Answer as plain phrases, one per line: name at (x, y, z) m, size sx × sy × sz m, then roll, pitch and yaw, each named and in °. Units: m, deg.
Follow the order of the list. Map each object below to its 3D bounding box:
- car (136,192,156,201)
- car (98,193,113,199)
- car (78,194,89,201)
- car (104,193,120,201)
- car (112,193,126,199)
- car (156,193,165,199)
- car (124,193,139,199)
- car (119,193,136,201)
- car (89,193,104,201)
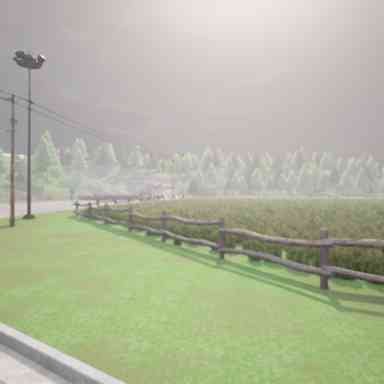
car at (-9.834, 1.238, 71.967) m, size 1.812 × 1.442 × 4.674 m, roll 0°, pitch 0°, yaw 10°
car at (-21.853, 0.995, 84.165) m, size 1.812 × 1.442 × 4.674 m, roll 0°, pitch 0°, yaw 10°
car at (-23.635, 1.206, 74.323) m, size 1.994 × 1.385 × 4.181 m, roll 0°, pitch 0°, yaw 10°
car at (-16.821, 1.178, 72.666) m, size 1.837 × 1.490 × 4.892 m, roll 0°, pitch 0°, yaw 10°
car at (-18.409, 1.041, 83.542) m, size 1.994 × 1.385 × 4.181 m, roll 0°, pitch 0°, yaw 10°
car at (-8.077, 1.064, 81.673) m, size 1.812 × 1.442 × 4.674 m, roll 0°, pitch 0°, yaw 10°
car at (-14.965, 1.045, 82.919) m, size 2.033 × 1.411 × 5.357 m, roll 0°, pitch 0°, yaw 10°
car at (-13.376, 1.173, 72.043) m, size 1.882 × 1.535 × 5.008 m, roll 0°, pitch 0°, yaw 10°
car at (-20.178, 1.016, 73.762) m, size 2.097 × 1.767 × 4.553 m, roll 0°, pitch 0°, yaw 10°
